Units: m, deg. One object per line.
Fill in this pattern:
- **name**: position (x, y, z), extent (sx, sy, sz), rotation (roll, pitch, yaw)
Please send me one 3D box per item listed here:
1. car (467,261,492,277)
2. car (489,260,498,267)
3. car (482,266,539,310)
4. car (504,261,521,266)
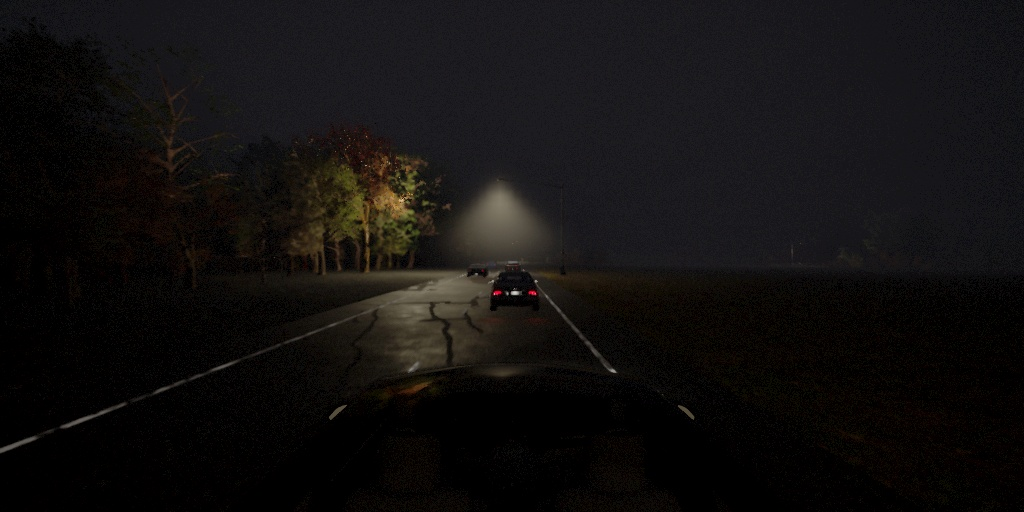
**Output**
- **car**: position (-3.403, 1.438, 36.370), extent (1.895, 1.301, 4.718), rotation (0, 0, 0)
- **car**: position (-3.400, 1.435, 60.539), extent (2.033, 1.411, 5.357), rotation (0, 0, 0)
- **car**: position (0.099, 1.334, 14.826), extent (2.033, 1.411, 5.357), rotation (0, 0, 0)
- **car**: position (0.097, 1.348, 44.653), extent (2.128, 1.511, 4.902), rotation (0, 0, 0)
